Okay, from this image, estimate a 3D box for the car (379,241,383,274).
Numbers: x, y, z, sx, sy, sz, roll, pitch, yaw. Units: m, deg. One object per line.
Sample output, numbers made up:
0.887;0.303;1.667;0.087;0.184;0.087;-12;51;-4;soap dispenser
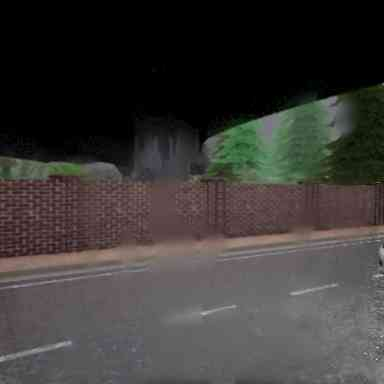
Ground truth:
6.930;1.184;7.985;5.566;2.045;2.150;0;1;-30;car
